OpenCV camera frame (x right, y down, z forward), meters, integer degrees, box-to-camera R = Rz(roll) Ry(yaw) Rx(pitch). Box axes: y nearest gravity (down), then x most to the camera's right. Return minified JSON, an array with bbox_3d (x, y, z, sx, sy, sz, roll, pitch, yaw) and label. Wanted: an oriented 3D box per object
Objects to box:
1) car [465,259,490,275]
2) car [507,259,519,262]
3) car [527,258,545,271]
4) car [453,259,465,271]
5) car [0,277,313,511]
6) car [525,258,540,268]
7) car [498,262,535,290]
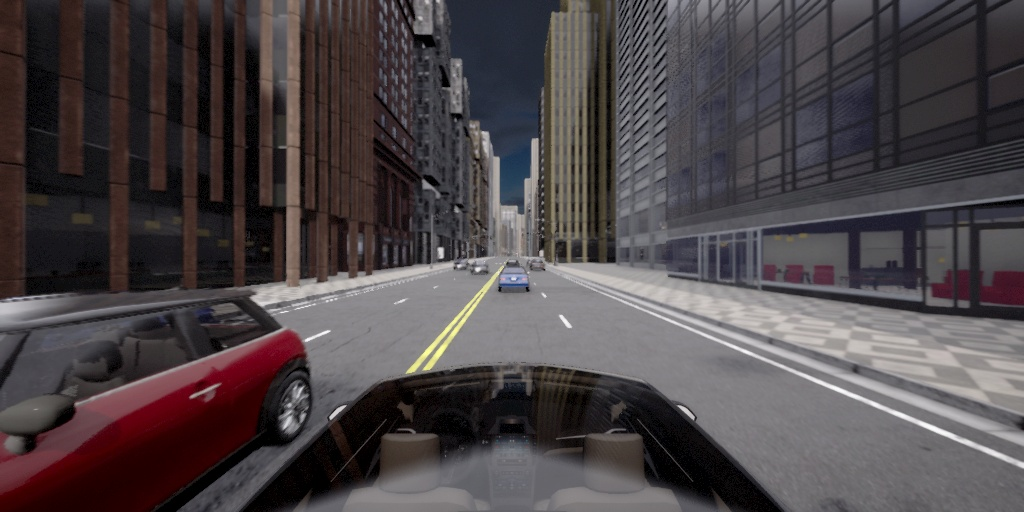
[{"bbox_3d":[-3.347,1.196,37.917,2.128,1.511,4.902,0,0,0],"label":"car"},{"bbox_3d":[0.097,1.145,47.420,1.882,1.535,5.008,0,0,0],"label":"car"},{"bbox_3d":[3.346,1.157,47.828,2.128,1.511,4.902,0,0,0],"label":"car"},{"bbox_3d":[-6.581,1.160,47.305,2.128,1.511,4.902,0,0,0],"label":"car"},{"bbox_3d":[-3.350,1.102,2.224,2.097,1.767,4.553,0,0,0],"label":"car"},{"bbox_3d":[3.248,1.111,57.713,2.128,1.511,4.902,0,0,0],"label":"car"},{"bbox_3d":[0.100,1.288,22.099,2.033,1.411,5.357,0,0,0],"label":"car"}]
